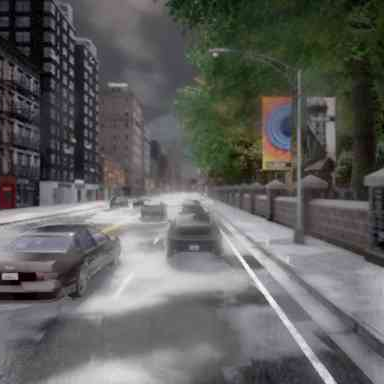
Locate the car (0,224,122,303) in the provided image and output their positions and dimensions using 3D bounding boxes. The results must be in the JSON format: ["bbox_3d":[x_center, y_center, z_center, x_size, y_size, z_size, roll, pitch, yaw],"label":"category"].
[{"bbox_3d":[-3.183,1.525,8.366,2.033,1.411,5.357,0,0,0],"label":"car"}]

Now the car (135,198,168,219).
[{"bbox_3d":[-3.158,1.414,28.249,2.128,1.511,4.902,0,0,0],"label":"car"}]

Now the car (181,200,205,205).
[{"bbox_3d":[0.092,1.426,28.501,1.837,1.490,4.892,0,0,0],"label":"car"}]

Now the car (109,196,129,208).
[{"bbox_3d":[-9.825,1.385,44.969,1.837,1.490,4.892,0,0,0],"label":"car"}]

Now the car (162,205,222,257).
[{"bbox_3d":[0.086,1.470,12.753,1.837,1.490,4.892,0,0,0],"label":"car"}]

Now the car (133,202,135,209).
[{"bbox_3d":[-6.580,1.483,43.857,1.895,1.301,4.718,0,0,0],"label":"car"}]
